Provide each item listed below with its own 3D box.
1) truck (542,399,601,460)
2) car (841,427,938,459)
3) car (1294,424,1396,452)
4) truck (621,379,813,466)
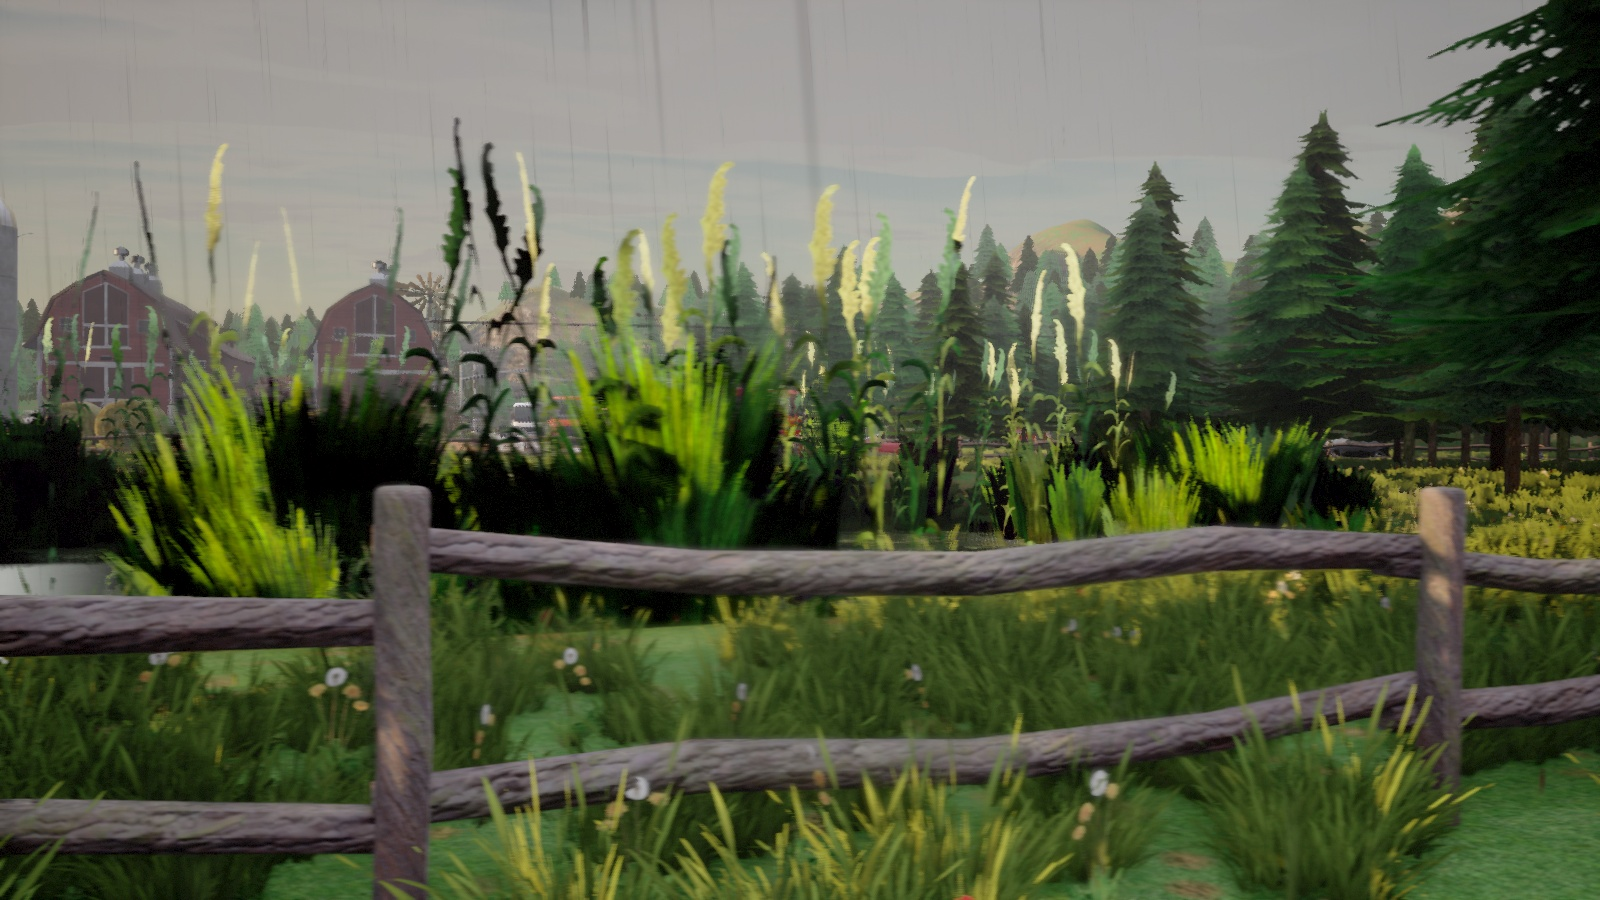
[{"bbox_3d":[-13.817,-1.251,75.542,2.891,3.462,7.936,-1,1,-15],"label":"truck"},{"bbox_3d":[4.477,-0.356,63.116,4.514,1.525,2.007,-1,1,-12],"label":"car"},{"bbox_3d":[29.914,-0.665,68.947,4.792,1.488,2.163,-1,1,-13],"label":"car"},{"bbox_3d":[-3.866,-1.287,57.784,8.468,3.827,2.891,-1,1,-12],"label":"truck"}]
